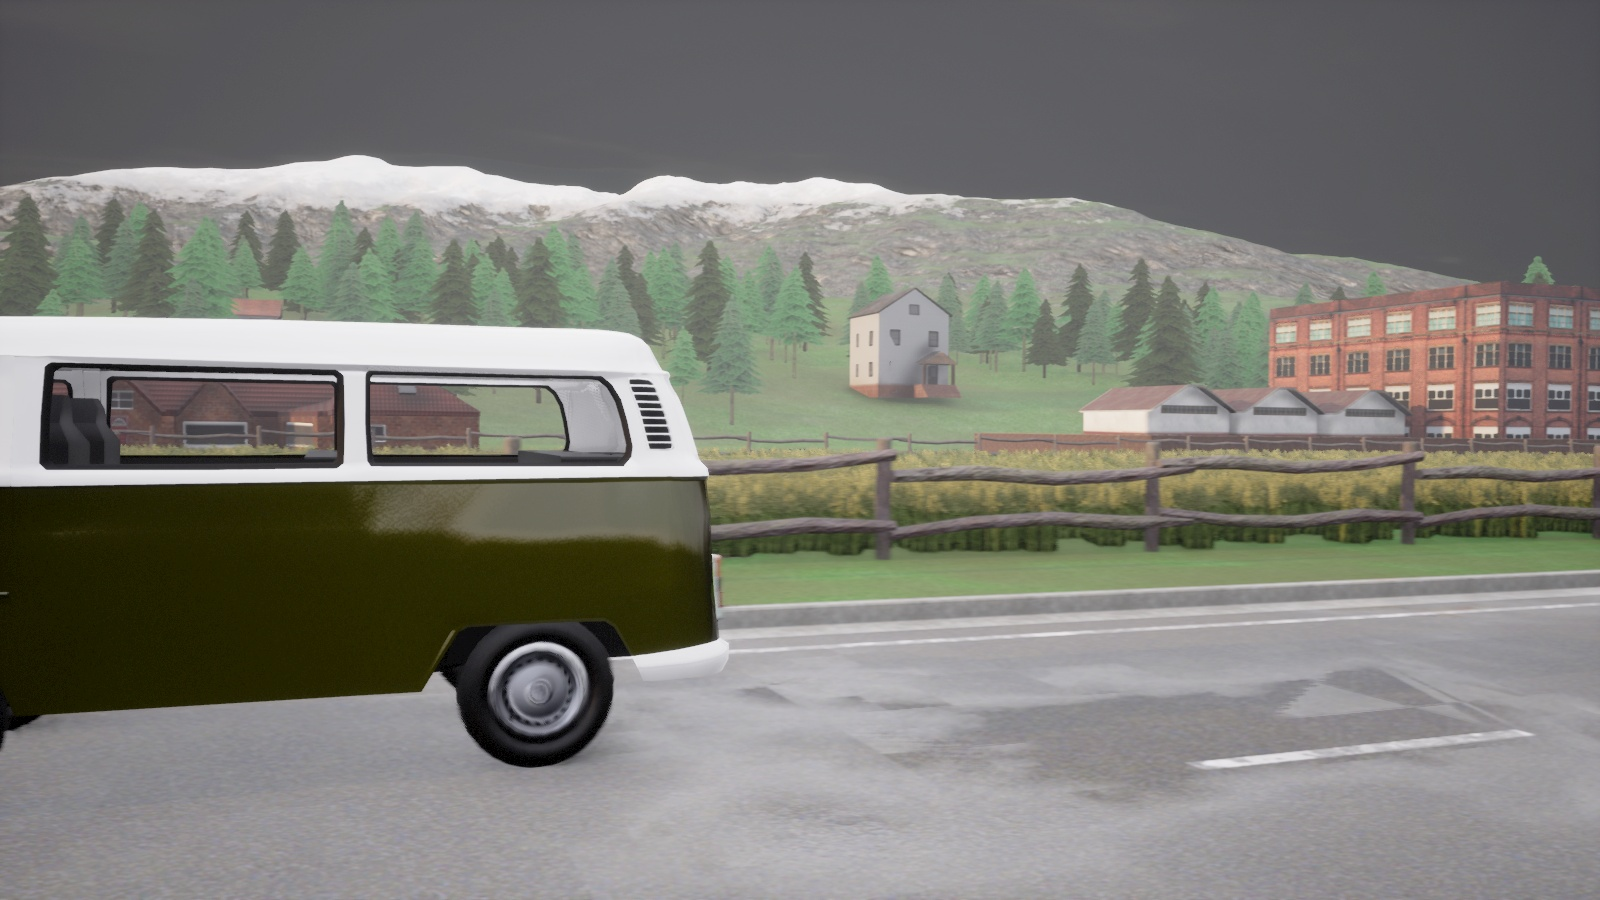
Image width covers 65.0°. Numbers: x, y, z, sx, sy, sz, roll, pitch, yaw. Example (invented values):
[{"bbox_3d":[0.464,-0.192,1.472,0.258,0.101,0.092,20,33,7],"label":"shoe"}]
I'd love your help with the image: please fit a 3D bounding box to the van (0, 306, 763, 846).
[{"bbox_3d":[-2.645,0.453,5.975,4.480,2.038,2.069,-1,1,-21],"label":"van"}]
